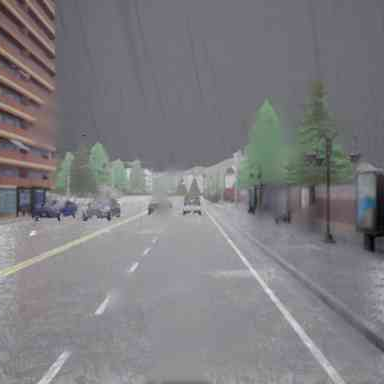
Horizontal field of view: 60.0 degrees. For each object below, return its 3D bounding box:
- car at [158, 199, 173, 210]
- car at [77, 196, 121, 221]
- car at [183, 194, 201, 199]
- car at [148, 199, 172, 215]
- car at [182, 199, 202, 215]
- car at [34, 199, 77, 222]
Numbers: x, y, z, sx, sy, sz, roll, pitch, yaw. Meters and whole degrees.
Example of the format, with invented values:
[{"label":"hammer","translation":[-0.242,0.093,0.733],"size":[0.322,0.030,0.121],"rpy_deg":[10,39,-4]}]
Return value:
[{"label":"car","translation":[-3.734,1.691,46.222],"size":[1.895,1.301,4.718],"rpy_deg":[0,0,-5]},{"label":"car","translation":[-6.999,1.212,26.114],"size":[2.097,1.767,4.553],"rpy_deg":[0,0,0]},{"label":"car","translation":[0.016,1.313,45.438],"size":[2.150,2.045,5.566],"rpy_deg":[0,0,0]},{"label":"car","translation":[-3.496,1.574,34.920],"size":[1.837,1.490,4.892],"rpy_deg":[0,0,0]},{"label":"car","translation":[0.002,1.668,34.203],"size":[1.895,1.301,4.718],"rpy_deg":[0,0,0]},{"label":"car","translation":[-10.499,1.335,26.084],"size":[1.882,1.535,5.008],"rpy_deg":[0,0,0]}]
